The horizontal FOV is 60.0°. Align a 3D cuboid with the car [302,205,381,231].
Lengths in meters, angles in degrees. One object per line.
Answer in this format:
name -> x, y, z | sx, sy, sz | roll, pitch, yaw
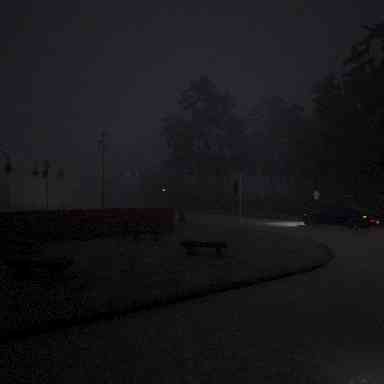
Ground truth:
car -> 9.192, 1.526, 20.780 | 1.812, 1.442, 4.674 | -1, 0, -37
